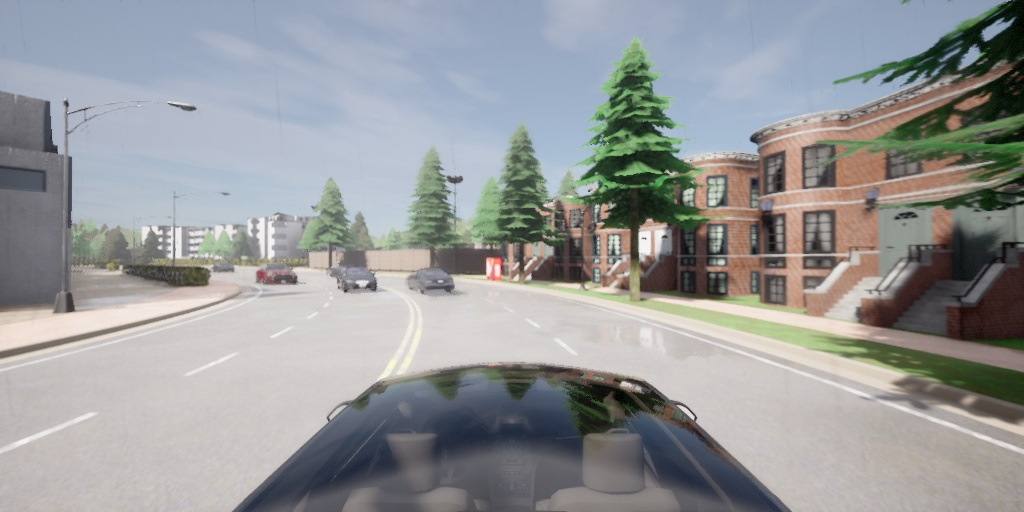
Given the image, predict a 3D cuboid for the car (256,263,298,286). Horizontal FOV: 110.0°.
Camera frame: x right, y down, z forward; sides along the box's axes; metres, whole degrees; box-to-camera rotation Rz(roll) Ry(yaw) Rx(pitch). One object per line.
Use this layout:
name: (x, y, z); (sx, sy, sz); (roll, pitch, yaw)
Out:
car: (-18.495, 1.338, 28.159); (2.097, 1.767, 4.553); (0, -1, -45)

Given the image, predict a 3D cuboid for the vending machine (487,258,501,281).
vending machine: (-1.520, 1.167, 30.351); (1.100, 2.100, 0.880); (0, 0, -33)

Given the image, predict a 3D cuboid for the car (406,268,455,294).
car: (-5.067, 1.460, 21.785); (2.033, 1.411, 5.357); (0, -1, -27)

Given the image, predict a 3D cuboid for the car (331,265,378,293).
car: (-9.662, 1.417, 22.270); (2.128, 1.511, 4.902); (0, -1, -31)

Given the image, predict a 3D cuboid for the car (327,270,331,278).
car: (-16.999, 1.596, 36.653); (5.357, 1.411, 2.033); (-1, -1, 41)
